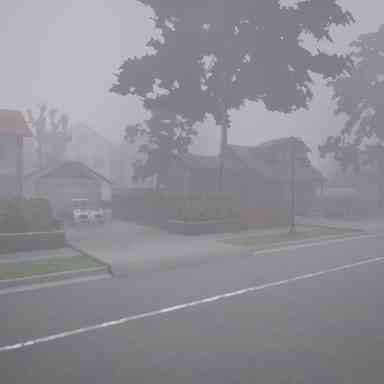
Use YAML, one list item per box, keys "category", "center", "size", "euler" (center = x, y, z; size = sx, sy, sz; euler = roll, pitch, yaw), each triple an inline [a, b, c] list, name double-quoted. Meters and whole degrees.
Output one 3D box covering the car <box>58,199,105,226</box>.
- category: "car"
  center: [-6.634, 1.168, 19.898]
  size: [1.970, 1.475, 3.806]
  euler: [0, 0, -35]
